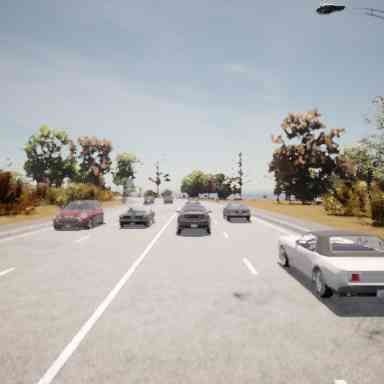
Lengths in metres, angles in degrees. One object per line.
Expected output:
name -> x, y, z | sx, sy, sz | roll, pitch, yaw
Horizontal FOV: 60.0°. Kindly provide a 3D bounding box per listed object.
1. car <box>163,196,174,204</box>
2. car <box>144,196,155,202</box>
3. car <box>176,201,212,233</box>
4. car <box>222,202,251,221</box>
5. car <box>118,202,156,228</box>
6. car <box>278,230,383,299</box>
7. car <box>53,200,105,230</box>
car -> -4.424, 1.512, 62.724 | 1.837, 1.490, 4.892 | 0, 0, -4
car -> -7.868, 1.502, 61.821 | 2.128, 1.511, 4.902 | 0, 0, -4
car -> 0.110, 1.508, 19.693 | 1.837, 1.490, 4.892 | 0, 0, 0
car -> 3.616, 1.552, 27.390 | 2.033, 1.411, 5.357 | 0, 0, 0
car -> -3.588, 1.605, 22.328 | 1.895, 1.301, 4.718 | 0, 0, 0
car -> 3.604, 1.602, 8.413 | 1.895, 1.301, 4.718 | 0, 0, 0
car -> -7.087, 1.356, 21.235 | 2.097, 1.767, 4.553 | 0, 0, 0
